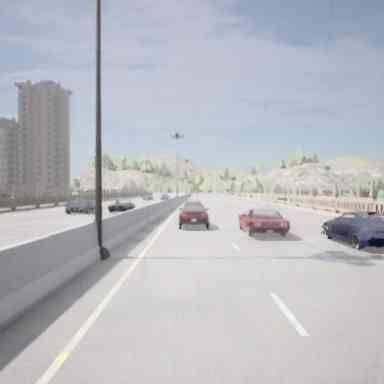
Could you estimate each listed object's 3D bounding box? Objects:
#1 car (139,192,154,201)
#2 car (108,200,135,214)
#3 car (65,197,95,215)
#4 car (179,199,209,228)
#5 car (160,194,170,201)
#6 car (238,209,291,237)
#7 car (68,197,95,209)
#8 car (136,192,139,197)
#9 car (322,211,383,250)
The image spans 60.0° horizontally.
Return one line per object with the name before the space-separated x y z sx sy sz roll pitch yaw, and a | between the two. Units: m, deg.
car | -9.606 1.186 72.863 2.128 1.511 4.902 0 0 2
car | -7.070 1.444 33.728 1.895 1.301 4.718 0 0 0
car | -10.570 1.416 31.950 1.994 1.385 4.181 0 0 0
car | 0.121 1.427 21.188 1.812 1.442 4.674 0 0 0
car | -6.058 1.173 74.471 1.812 1.442 4.674 0 0 2
car | 3.605 1.519 17.518 1.895 1.301 4.718 0 0 0
car | -13.991 1.369 42.284 1.994 1.385 4.181 0 0 1
car | -12.818 0.732 82.751 1.837 1.490 4.892 0 0 2
car | 7.104 1.498 13.949 1.994 1.385 4.181 0 0 0
